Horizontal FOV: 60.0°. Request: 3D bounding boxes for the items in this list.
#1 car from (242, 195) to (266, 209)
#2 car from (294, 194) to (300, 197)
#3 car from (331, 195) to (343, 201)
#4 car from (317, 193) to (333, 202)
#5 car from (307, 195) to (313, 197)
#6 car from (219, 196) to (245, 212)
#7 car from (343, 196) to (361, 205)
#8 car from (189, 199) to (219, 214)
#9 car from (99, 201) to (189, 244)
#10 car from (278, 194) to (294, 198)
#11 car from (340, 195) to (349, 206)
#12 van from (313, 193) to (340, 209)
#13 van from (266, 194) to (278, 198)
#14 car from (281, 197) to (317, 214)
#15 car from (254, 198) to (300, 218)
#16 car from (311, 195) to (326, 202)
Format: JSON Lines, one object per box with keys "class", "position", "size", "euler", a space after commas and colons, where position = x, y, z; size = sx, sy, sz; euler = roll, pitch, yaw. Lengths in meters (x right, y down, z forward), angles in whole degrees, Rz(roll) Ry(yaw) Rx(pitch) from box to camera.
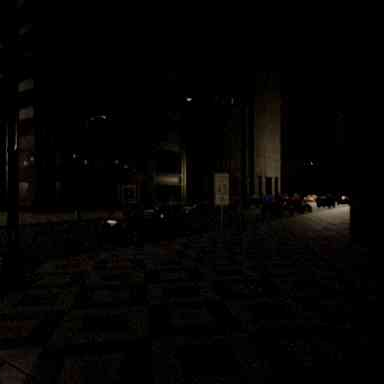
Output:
{"class": "car", "position": [7.234, 1.273, 43.522], "size": [2.192, 1.841, 5.009], "euler": [0, 0, 36]}
{"class": "car", "position": [17.095, 1.239, 57.158], "size": [2.192, 1.841, 5.009], "euler": [0, 0, 36]}
{"class": "car", "position": [36.820, 1.436, 84.430], "size": [1.947, 1.339, 4.313], "euler": [0, 0, 36]}
{"class": "car", "position": [30.245, 1.202, 75.340], "size": [2.192, 1.841, 5.009], "euler": [0, 0, 36]}
{"class": "car", "position": [23.670, 1.345, 66.249], "size": [1.967, 1.590, 4.097], "euler": [0, 0, 36]}
{"class": "car", "position": [3.947, 1.521, 38.977], "size": [2.008, 1.369, 4.403], "euler": [0, 0, 36]}
{"class": "car", "position": [27.300, 1.432, 56.720], "size": [1.947, 1.339, 4.313], "euler": [0, 0, 36]}
{"class": "car", "position": [0.660, 1.423, 34.432], "size": [1.967, 1.590, 4.097], "euler": [0, 0, 36]}
{"class": "car", "position": [-2.283, 1.416, 15.816], "size": [1.967, 1.590, 4.097], "euler": [0, 0, 36]}
{"class": "car", "position": [13.808, 1.250, 52.613], "size": [2.192, 1.841, 5.009], "euler": [0, 0, 36]}
{"class": "car", "position": [24.013, 1.442, 52.175], "size": [1.947, 1.339, 4.313], "euler": [0, 0, 36]}
{"class": "van", "position": [17.438, 1.239, 43.085], "size": [1.690, 1.788, 3.998], "euler": [0, 0, 36]}
{"class": "van", "position": [10.520, 1.287, 48.067], "size": [1.690, 1.788, 3.998], "euler": [0, 0, 36]}
{"class": "car", "position": [10.865, 1.488, 33.995], "size": [1.947, 1.339, 4.313], "euler": [0, 0, 36]}
{"class": "car", "position": [7.578, 1.485, 29.451], "size": [2.008, 1.369, 4.403], "euler": [0, 0, 36]}
{"class": "car", "position": [26.958, 1.447, 70.794], "size": [2.008, 1.369, 4.403], "euler": [0, 0, 36]}
